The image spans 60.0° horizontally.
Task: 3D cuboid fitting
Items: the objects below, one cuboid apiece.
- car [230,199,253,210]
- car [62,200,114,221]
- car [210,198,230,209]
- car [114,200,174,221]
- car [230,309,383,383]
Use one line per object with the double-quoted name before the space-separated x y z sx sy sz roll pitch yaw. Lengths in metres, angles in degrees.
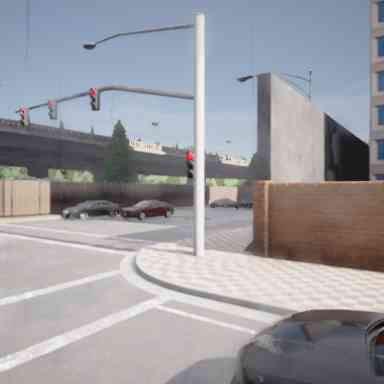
"car" 6.972 1.517 41.470 1.895 1.301 4.718 0 0 36
"car" -7.983 1.402 26.601 2.128 1.511 4.902 0 0 36
"car" 4.022 1.475 43.359 1.994 1.385 4.181 0 0 36
"car" -3.510 1.394 26.837 1.882 1.535 5.008 0 0 36
"car" 2.581 1.506 2.125 4.892 1.490 1.837 0 0 36
